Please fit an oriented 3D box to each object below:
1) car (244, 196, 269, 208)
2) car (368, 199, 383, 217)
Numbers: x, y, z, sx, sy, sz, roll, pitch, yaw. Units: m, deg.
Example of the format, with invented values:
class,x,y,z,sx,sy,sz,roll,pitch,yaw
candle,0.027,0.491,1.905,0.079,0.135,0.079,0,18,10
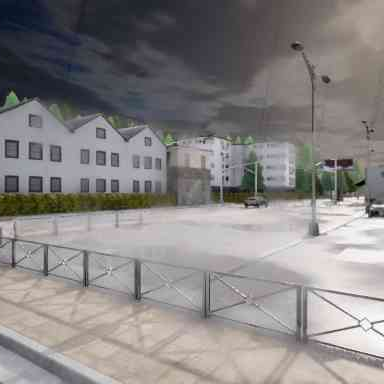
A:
class,x,y,z,sx,sy,sz,roll,pitch,yaw
car,8.467,1.300,43.461,2.128,1.511,4.902,0,0,33
car,15.469,1.298,26.777,2.007,1.523,4.514,0,0,35
